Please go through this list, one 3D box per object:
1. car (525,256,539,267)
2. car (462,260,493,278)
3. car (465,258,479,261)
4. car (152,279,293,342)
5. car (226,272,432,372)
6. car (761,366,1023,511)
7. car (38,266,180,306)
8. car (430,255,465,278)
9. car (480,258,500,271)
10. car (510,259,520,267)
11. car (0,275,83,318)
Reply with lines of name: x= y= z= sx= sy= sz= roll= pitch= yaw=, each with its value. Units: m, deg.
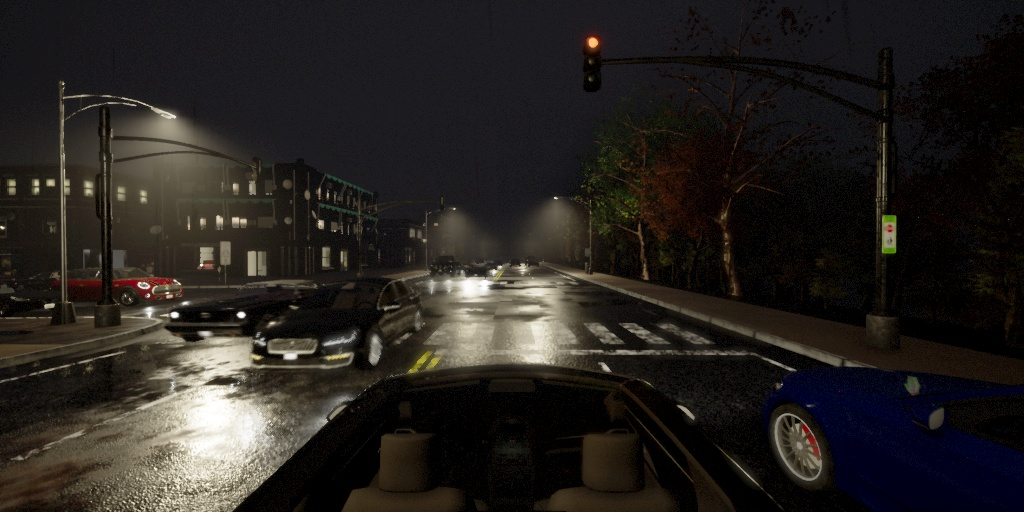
car: x=3.839 y=1.204 z=64.633 sx=1.882 sy=1.535 sz=5.008 roll=0 pitch=0 yaw=1
car: x=-3.110 y=1.341 z=33.009 sx=1.895 sy=1.301 sz=4.718 roll=0 pitch=0 yaw=0
car: x=-6.213 y=1.237 z=51.017 sx=1.837 sy=1.490 sz=4.892 roll=0 pitch=0 yaw=1
car: x=-6.541 y=1.351 z=9.871 sx=1.895 sy=1.301 sz=4.718 roll=0 pitch=0 yaw=0
car: x=-3.306 y=1.254 z=7.810 sx=1.837 sy=1.490 sz=4.892 roll=0 pitch=0 yaw=0
car: x=3.354 y=1.276 z=1.567 sx=1.812 sy=1.442 sz=4.674 roll=0 pitch=0 yaw=1
car: x=-17.993 y=1.302 z=16.466 sx=4.553 sy=1.767 sz=2.097 roll=-1 pitch=1 yaw=0
car: x=-6.321 y=0.962 z=34.845 sx=2.150 sy=2.045 sz=5.566 roll=0 pitch=0 yaw=2
car: x=-2.987 y=1.296 z=48.210 sx=1.994 sy=1.385 sz=4.181 roll=0 pitch=0 yaw=1
car: x=0.589 y=1.231 z=64.793 sx=1.837 sy=1.490 sz=4.892 roll=0 pitch=0 yaw=0
car: x=-19.857 y=1.565 z=13.749 sx=4.313 sy=1.339 sz=1.948 roll=0 pitch=0 yaw=1
